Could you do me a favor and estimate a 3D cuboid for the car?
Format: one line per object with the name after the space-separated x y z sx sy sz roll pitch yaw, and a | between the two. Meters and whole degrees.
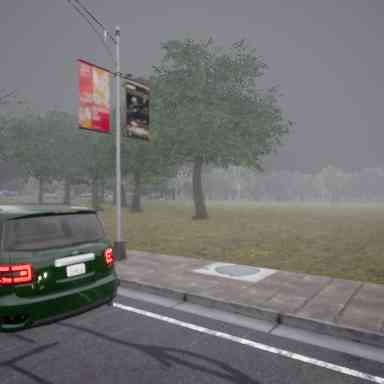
-3.856 1.234 6.390 5.566 2.045 2.150 0 0 36 | car
